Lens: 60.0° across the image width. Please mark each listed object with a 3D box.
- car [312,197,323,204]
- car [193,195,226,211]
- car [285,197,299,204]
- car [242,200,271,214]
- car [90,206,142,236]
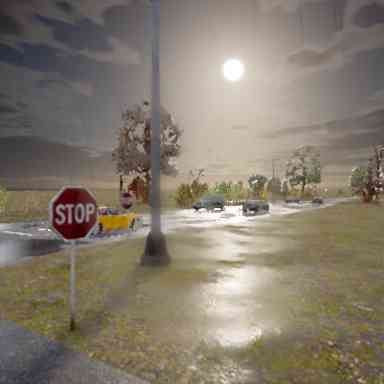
[{"bbox_3d":[26.314,1.741,69.458,1.837,1.490,4.892,0,0,26],"label":"car"},{"bbox_3d":[2.334,1.412,42.966,2.150,2.045,5.566,0,0,34],"label":"car"},{"bbox_3d":[21.680,1.776,72.000,2.033,1.411,5.357,0,0,34],"label":"car"},{"bbox_3d":[7.389,1.660,37.909,1.837,1.490,4.892,0,0,34],"label":"car"},{"bbox_3d":[-5.027,1.561,19.278,1.882,1.535,5.008,0,0,34],"label":"car"}]
